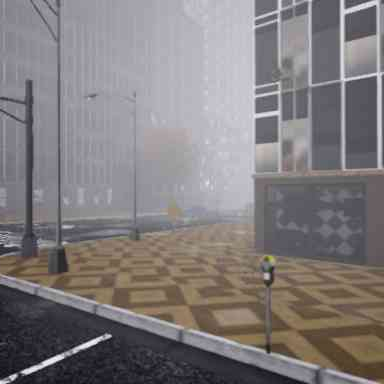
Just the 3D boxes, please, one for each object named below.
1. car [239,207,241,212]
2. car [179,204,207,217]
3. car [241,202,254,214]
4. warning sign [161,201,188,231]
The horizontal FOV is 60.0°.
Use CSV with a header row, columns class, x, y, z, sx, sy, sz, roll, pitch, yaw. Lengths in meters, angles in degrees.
class,x,y,z,sx,sy,sz,roll,pitch,yaw
car,9.444,2.654,55.293,1.895,1.301,4.718,0,-1,33
car,-0.064,2.210,40.710,1.882,1.535,5.008,0,-1,33
car,9.566,2.299,49.391,2.097,1.767,4.553,0,-1,33
warning sign,-1.130,1.514,21.585,1.300,1.860,1.060,1,1,33
